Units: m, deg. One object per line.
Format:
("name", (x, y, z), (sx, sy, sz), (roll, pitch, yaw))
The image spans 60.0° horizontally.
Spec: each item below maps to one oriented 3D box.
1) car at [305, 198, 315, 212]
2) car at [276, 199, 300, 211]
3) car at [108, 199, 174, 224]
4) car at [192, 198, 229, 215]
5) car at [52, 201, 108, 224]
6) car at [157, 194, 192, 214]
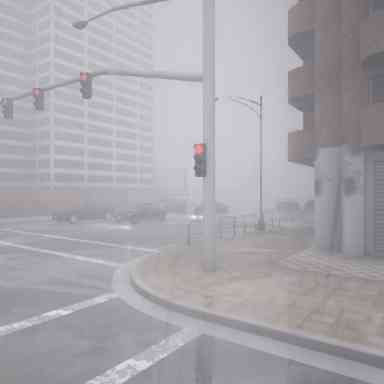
("car", (14.543, 1.505, 38.574), (1.837, 1.490, 4.892), (0, 0, 35))
("car", (11.711, 1.526, 40.662), (1.812, 1.442, 4.674), (0, 0, 35))
("car", (-3.759, 1.526, 25.148), (1.812, 1.442, 4.674), (0, 0, 35))
("car", (1.941, 1.564, 33.199), (1.994, 1.385, 4.181), (0, 0, 36))
("car", (-8.060, 1.478, 25.163), (1.882, 1.535, 5.008), (0, 0, 35))
("car", (-2.481, 1.352, 33.029), (2.097, 1.767, 4.553), (0, 0, 35))
